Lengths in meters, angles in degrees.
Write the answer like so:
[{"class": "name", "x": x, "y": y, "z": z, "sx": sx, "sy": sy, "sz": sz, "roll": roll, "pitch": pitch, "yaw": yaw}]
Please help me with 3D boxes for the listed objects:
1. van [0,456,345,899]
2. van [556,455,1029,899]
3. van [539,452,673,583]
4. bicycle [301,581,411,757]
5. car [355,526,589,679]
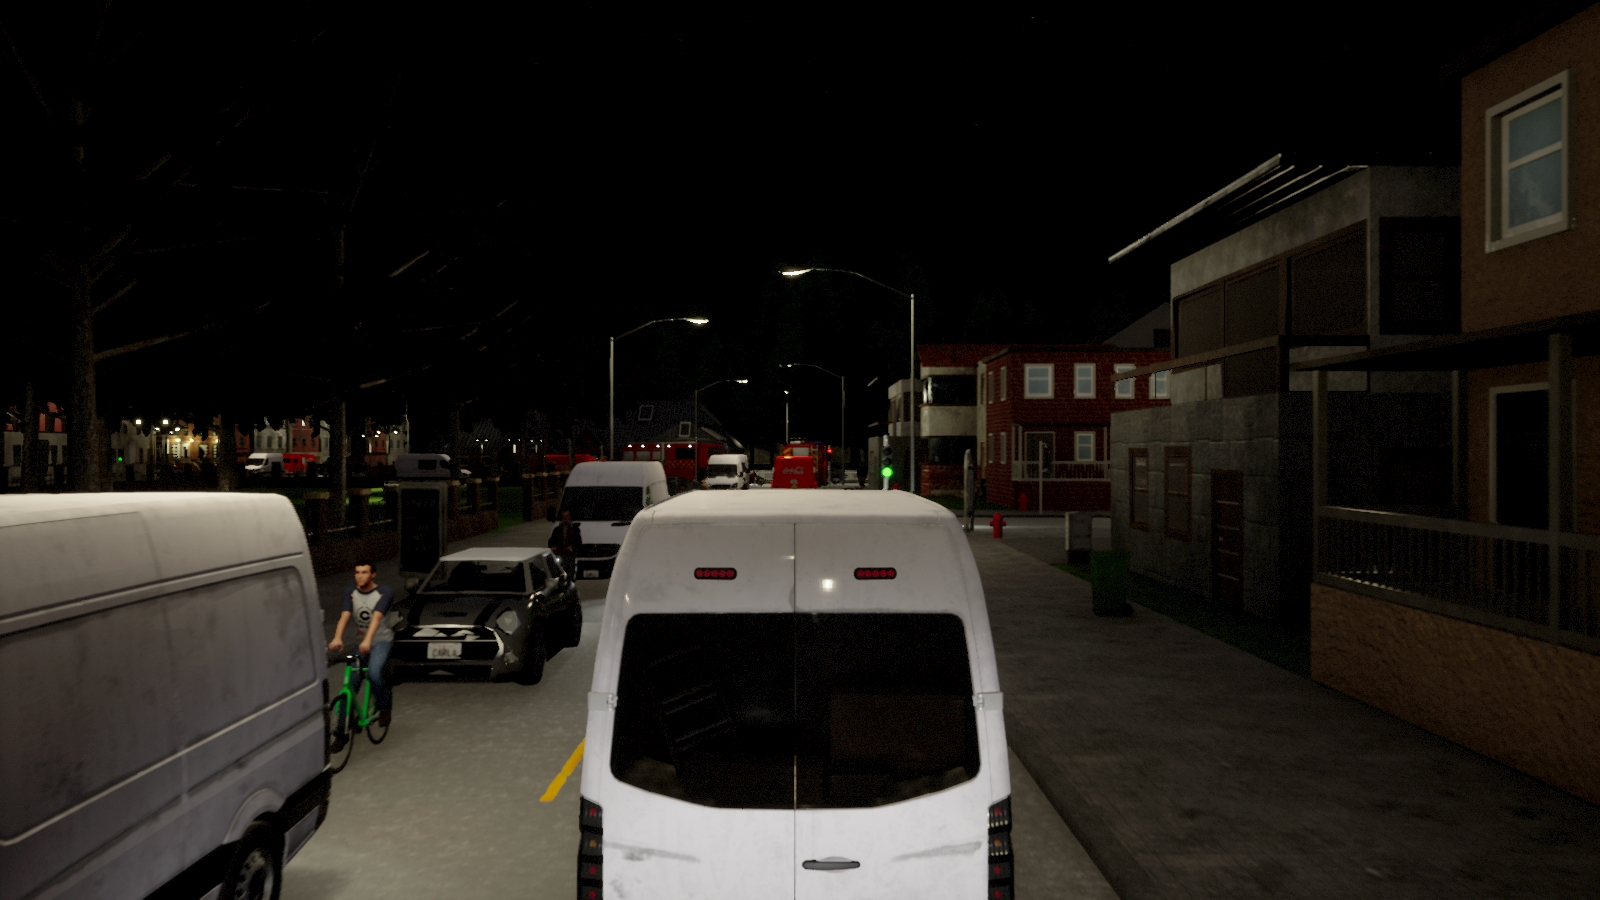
[{"class": "van", "x": -4.016, "y": 1.318, "z": 4.653, "sx": 1.988, "sy": 2.561, "sz": 5.915, "roll": 0, "pitch": 0, "yaw": 0}, {"class": "van", "x": -0.040, "y": 1.320, "z": 7.757, "sx": 1.988, "sy": 2.561, "sz": 5.915, "roll": 0, "pitch": 0, "yaw": 0}, {"class": "van", "x": -4.124, "y": 1.331, "z": 25.273, "sx": 1.988, "sy": 2.561, "sz": 5.915, "roll": 0, "pitch": 0, "yaw": 0}, {"class": "bicycle", "x": -4.027, "y": 1.943, "z": 10.467, "sx": 0.373, "sy": 1.296, "sz": 1.643, "roll": 0, "pitch": 0, "yaw": 0}, {"class": "car", "x": -4.056, "y": 1.854, "z": 14.817, "sx": 1.970, "sy": 1.475, "sz": 3.806, "roll": 0, "pitch": 0, "yaw": 0}]
